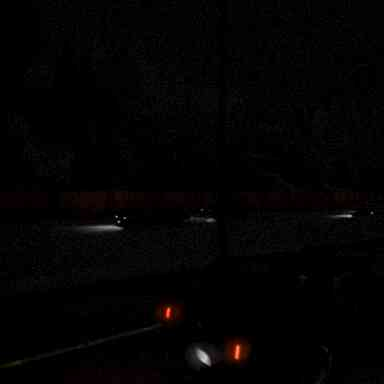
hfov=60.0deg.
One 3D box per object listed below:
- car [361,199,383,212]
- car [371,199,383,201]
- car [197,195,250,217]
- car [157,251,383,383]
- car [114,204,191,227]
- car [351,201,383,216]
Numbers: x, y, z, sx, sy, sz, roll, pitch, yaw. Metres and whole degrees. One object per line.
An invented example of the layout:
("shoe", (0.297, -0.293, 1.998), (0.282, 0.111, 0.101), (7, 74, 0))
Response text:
("car", (23.673, 1.674, 42.333), (4.892, 1.490, 1.837), (0, 0, -35))
("car", (19.238, 1.704, 34.884), (4.181, 1.385, 1.994), (0, 0, -35))
("car", (3.147, 1.303, 32.022), (5.566, 2.045, 2.150), (0, 0, -35))
("car", (1.942, 1.618, 5.130), (4.718, 1.301, 1.895), (0, 0, -36))
("car", (-2.681, 1.591, 23.572), (5.357, 1.411, 2.033), (0, 0, -35))
("car", (15.377, 1.712, 27.845), (4.718, 1.301, 1.895), (0, 0, -35))
